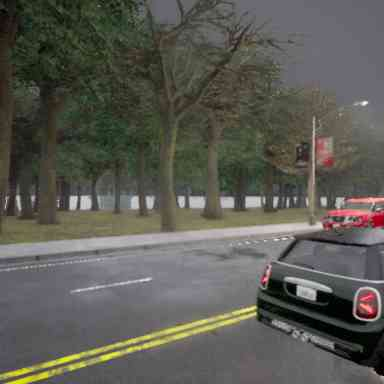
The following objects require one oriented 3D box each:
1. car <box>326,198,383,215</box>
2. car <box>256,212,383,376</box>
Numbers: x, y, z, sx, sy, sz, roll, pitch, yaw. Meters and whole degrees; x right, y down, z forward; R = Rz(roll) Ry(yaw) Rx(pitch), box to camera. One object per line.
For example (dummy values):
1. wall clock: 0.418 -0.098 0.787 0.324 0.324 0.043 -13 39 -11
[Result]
1. car: 9.598 1.384 18.436 5.566 2.045 2.150 1 0 -35
2. car: 3.274 1.401 5.734 4.553 1.767 2.097 1 0 -36
